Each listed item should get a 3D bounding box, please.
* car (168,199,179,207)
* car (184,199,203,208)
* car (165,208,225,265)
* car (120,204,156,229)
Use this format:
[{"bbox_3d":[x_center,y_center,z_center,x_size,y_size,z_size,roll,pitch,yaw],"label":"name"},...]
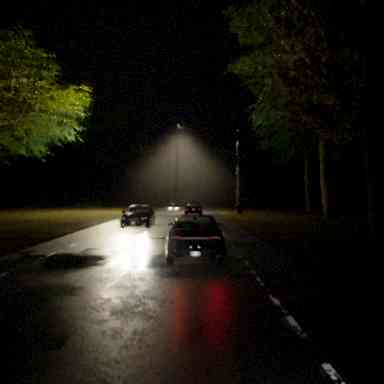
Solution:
[{"bbox_3d":[-3.472,2.076,62.889,2.128,1.511,4.902,0,-1,1],"label":"car"},{"bbox_3d":[0.135,1.772,34.629,2.033,1.411,5.357,0,-1,0],"label":"car"},{"bbox_3d":[0.103,1.555,11.900,2.128,1.511,4.902,0,0,0],"label":"car"},{"bbox_3d":[-3.577,1.619,22.620,2.128,1.511,4.902,0,0,0],"label":"car"}]
